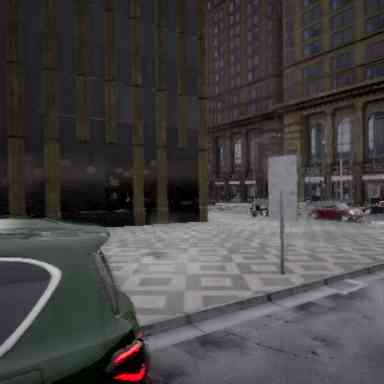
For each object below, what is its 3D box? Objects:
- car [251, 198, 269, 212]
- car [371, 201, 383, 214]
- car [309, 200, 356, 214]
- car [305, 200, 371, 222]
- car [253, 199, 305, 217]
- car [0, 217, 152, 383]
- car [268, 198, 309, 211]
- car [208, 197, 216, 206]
[{"bbox_3d":[8.510,1.435,35.767,2.097,1.767,4.553,-1,0,-36],"label":"car"},{"bbox_3d":[18.559,1.514,31.658,2.008,1.369,4.403,-1,1,-36],"label":"car"},{"bbox_3d":[15.249,1.550,36.262,1.947,1.339,4.313,-1,1,-36],"label":"car"},{"bbox_3d":[11.619,1.537,26.705,1.967,1.590,4.097,-1,1,-36],"label":"car"},{"bbox_3d":[8.311,1.668,31.310,2.008,1.369,4.403,-1,1,-36],"label":"car"},{"bbox_3d":[-2.838,1.222,1.352,5.566,2.045,2.150,0,0,-35],"label":"car"},{"bbox_3d":[11.841,1.534,41.001,1.752,1.417,4.829,-1,1,-36],"label":"car"},{"bbox_3d":[2.011,1.543,54.670,1.967,1.590,4.097,-2,1,-36],"label":"car"}]
